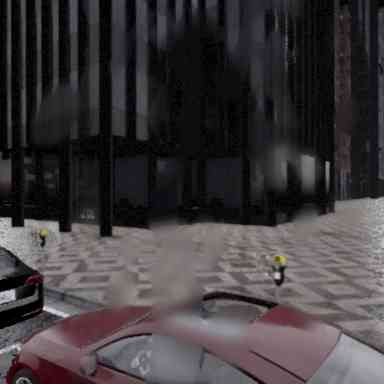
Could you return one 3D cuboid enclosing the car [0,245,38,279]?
[{"bbox_3d":[-4.480,1.614,6.159,4.313,1.339,1.947,0,0,36],"label":"car"}]

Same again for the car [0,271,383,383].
[{"bbox_3d":[0.078,1.592,2.903,4.206,1.307,1.802,0,0,36],"label":"car"}]
